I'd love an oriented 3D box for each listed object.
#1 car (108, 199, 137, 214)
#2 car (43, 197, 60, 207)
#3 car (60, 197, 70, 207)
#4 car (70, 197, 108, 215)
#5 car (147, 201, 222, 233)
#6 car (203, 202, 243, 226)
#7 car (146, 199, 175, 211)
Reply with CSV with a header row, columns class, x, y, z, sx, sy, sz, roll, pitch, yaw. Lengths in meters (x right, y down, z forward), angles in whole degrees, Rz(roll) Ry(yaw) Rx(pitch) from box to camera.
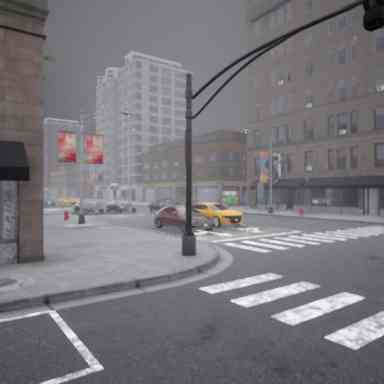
class,x,y,z,sx,sy,sz,roll,pitch,yaw
car,-7.510,1.476,34.784,1.812,1.442,4.674,0,0,-36
car,-21.321,1.447,48.527,2.128,1.511,4.902,0,0,-36
car,-18.685,1.426,50.426,1.882,1.535,5.008,0,0,-36
car,-10.337,1.479,33.147,1.812,1.442,4.674,0,0,-36
car,-0.603,1.505,19.637,1.812,1.442,4.674,0,0,-35
car,1.309,1.451,22.524,1.882,1.535,5.008,0,0,-35
car,-2.998,1.455,34.396,1.837,1.490,4.892,0,0,-36
